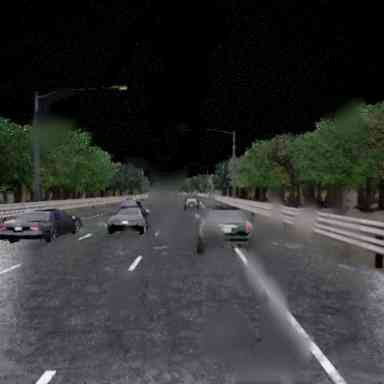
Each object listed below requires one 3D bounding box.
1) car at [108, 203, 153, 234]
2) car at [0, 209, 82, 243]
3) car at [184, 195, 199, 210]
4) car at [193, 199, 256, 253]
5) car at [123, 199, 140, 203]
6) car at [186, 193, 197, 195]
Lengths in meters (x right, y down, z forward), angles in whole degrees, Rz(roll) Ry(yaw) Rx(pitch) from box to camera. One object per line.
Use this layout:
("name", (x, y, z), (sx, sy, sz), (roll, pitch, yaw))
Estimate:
("car", (-3.431, 1.525, 19.038), (1.994, 1.385, 4.181), (0, 0, 0))
("car", (-6.924, 1.515, 15.794), (2.033, 1.411, 5.357), (0, 0, 0))
("car", (0.005, 1.442, 41.754), (1.812, 1.442, 4.674), (0, 0, 1))
("car", (1.203, 1.323, 13.605), (2.097, 1.767, 4.553), (0, 0, 0))
("car", (-6.962, 1.486, 38.226), (1.994, 1.385, 4.181), (0, 0, 0))
("car", (-0.086, 1.118, 52.705), (2.150, 2.045, 5.566), (0, 0, 0))
